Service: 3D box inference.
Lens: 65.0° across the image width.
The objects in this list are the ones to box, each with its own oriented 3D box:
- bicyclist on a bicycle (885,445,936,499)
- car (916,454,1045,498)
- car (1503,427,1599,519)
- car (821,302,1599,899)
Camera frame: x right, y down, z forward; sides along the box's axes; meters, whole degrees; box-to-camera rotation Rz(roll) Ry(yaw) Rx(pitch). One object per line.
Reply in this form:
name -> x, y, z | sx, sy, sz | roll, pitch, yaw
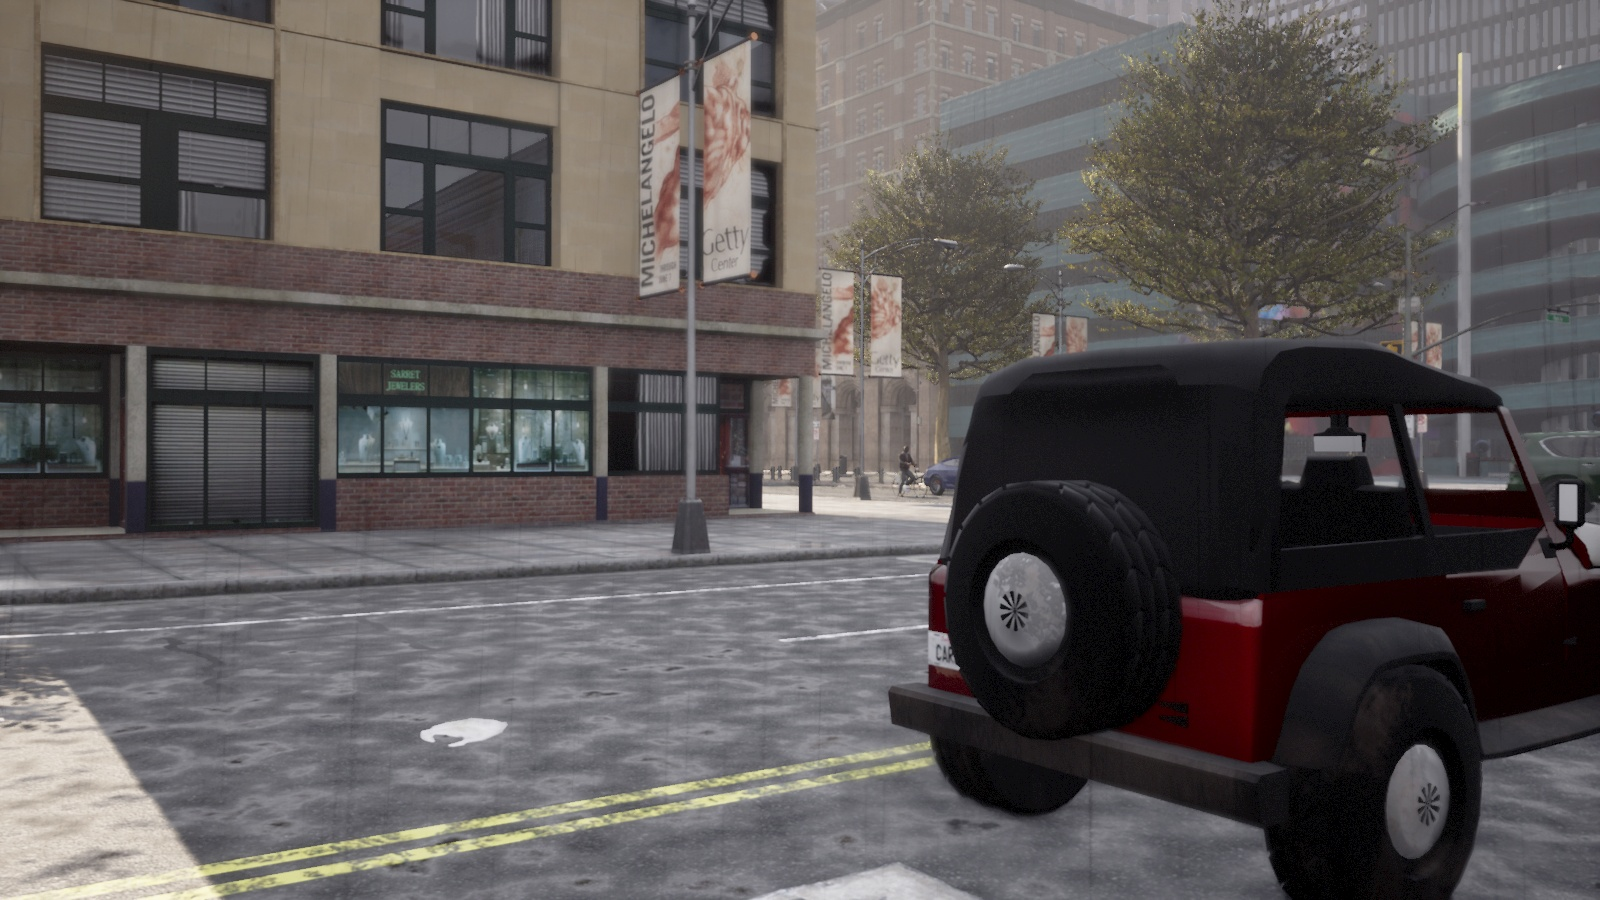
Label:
bicyclist on a bicycle -> 3.684, 0.719, 42.064 | 0.659, 1.776, 1.843 | 0, 0, -35
car -> 6.312, 0.876, 44.366 | 1.812, 1.442, 4.674 | 0, 0, -35
car -> 19.124, 0.502, 28.229 | 5.566, 2.045, 2.150 | 0, 0, 37
car -> 2.216, 0.550, 5.202 | 3.866, 1.878, 1.905 | 0, 0, -35
